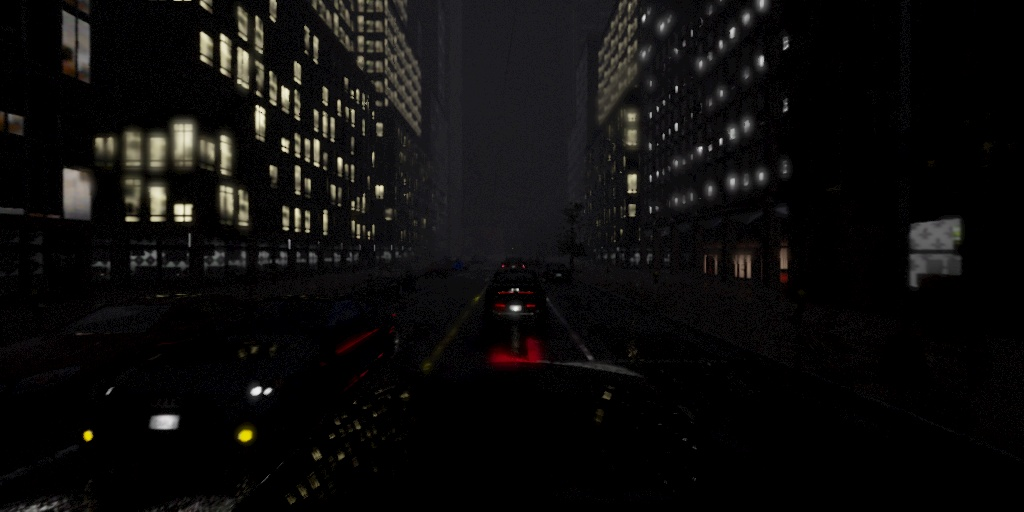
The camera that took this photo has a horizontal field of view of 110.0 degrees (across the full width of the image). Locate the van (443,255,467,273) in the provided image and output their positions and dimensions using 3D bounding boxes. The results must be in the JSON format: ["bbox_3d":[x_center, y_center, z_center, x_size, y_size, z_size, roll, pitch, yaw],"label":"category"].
[{"bbox_3d":[-5.670,0.766,34.208,1.690,1.789,3.998,0,0,0],"label":"van"}]

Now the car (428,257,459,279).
[{"bbox_3d":[-5.674,1.028,28.515,1.888,1.381,4.507,0,0,0],"label":"car"}]

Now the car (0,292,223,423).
[{"bbox_3d":[-5.687,1.291,5.746,1.802,1.307,4.207,0,0,0],"label":"car"}]

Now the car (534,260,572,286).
[{"bbox_3d":[2.703,1.108,22.805,1.948,1.339,4.313,0,0,0],"label":"car"}]

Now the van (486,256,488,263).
[{"bbox_3d":[-5.653,0.472,62.667,1.690,1.789,3.998,0,0,0],"label":"van"}]

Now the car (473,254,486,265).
[{"bbox_3d":[-5.656,0.630,56.974,1.967,1.591,4.097,0,0,0],"label":"car"}]

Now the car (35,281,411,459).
[{"bbox_3d":[-3.097,1.279,5.189,1.994,1.385,4.181,0,1,0],"label":"car"}]

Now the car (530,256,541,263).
[{"bbox_3d":[2.718,0.750,45.571,1.967,1.591,4.097,0,0,0],"label":"car"}]

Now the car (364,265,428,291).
[{"bbox_3d":[-5.681,1.147,17.131,2.007,1.370,4.403,0,0,0],"label":"car"}]

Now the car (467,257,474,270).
[{"bbox_3d":[-5.667,0.949,39.900,1.802,1.307,4.207,0,0,0],"label":"car"}]

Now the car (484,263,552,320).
[{"bbox_3d":[0.107,1.151,12.179,1.837,1.490,4.892,0,1,0],"label":"car"}]

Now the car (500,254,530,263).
[{"bbox_3d":[0.117,0.828,29.319,2.097,1.767,4.553,0,1,0],"label":"car"}]
